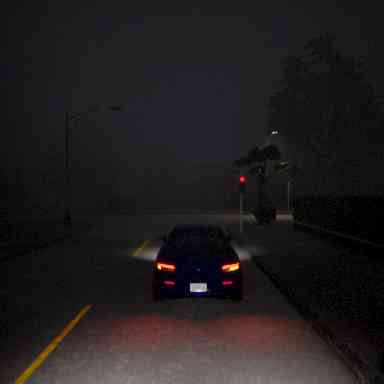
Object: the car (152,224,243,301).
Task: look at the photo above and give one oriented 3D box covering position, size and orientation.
[{"bbox_3d":[0.122,1.526,8.192,1.812,1.442,4.674,0,0,0],"label":"car"}]
